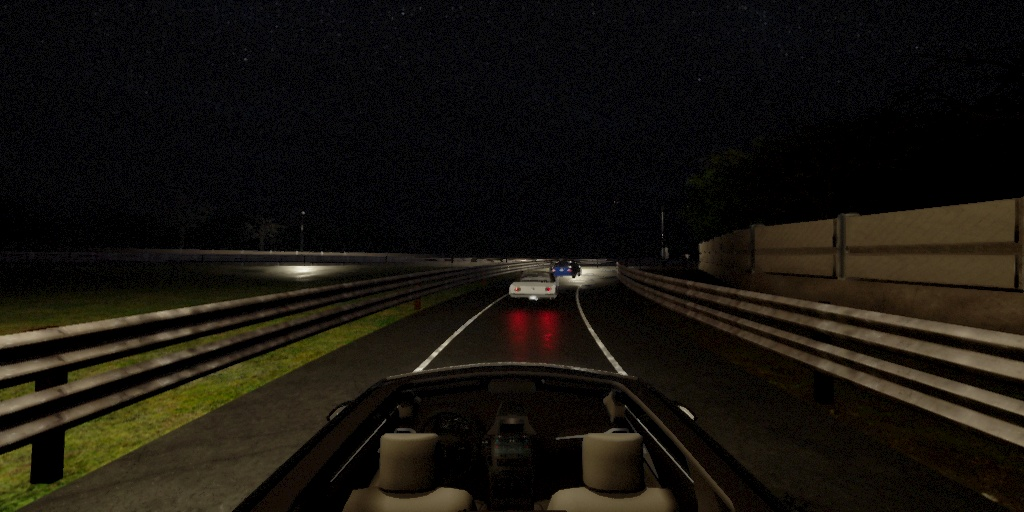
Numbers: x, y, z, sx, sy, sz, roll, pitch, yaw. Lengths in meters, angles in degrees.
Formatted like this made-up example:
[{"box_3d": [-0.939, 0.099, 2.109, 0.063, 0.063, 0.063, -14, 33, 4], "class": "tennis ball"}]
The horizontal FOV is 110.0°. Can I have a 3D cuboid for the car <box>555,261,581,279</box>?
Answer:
[{"box_3d": [4.670, 1.137, 30.460, 2.033, 1.411, 5.357, -1, 0, 18], "class": "car"}]

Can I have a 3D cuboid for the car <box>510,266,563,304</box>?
[{"box_3d": [1.179, 1.327, 16.195, 1.895, 1.301, 4.718, 0, 0, 9], "class": "car"}]
